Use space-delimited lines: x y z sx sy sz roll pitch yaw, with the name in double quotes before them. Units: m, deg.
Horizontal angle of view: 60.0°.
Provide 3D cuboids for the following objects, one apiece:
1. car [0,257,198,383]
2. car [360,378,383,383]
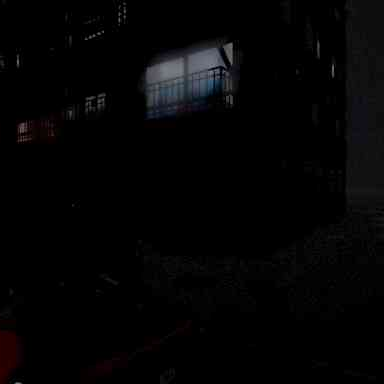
"car" -2.036 1.545 4.330 4.507 1.381 1.887 0 0 36
"car" 2.551 1.566 1.055 4.313 1.339 1.947 0 0 36
